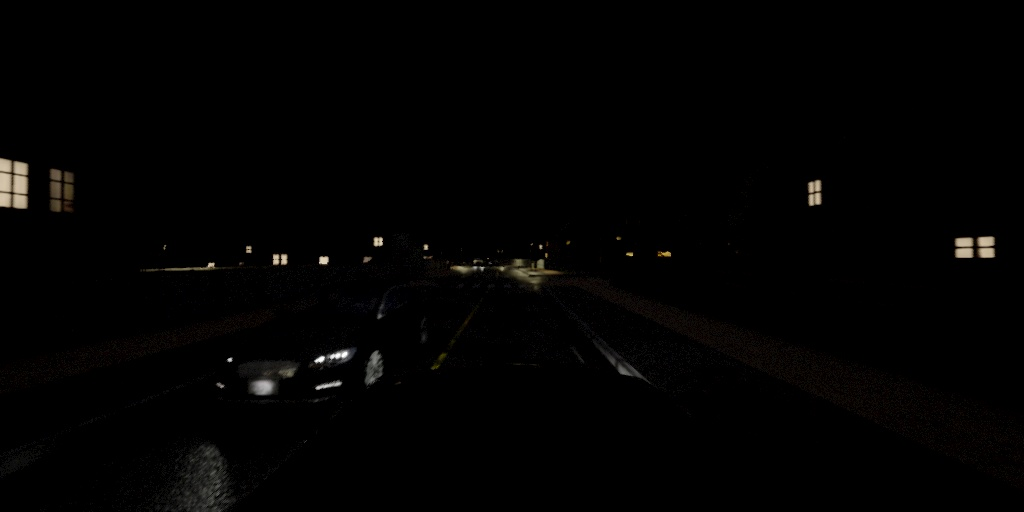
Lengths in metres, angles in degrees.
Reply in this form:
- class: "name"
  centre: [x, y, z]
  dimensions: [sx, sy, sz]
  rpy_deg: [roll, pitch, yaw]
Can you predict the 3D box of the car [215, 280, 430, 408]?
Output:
- class: "car"
  centre: [-2.844, 1.239, 6.552]
  dimensions: [2.128, 1.511, 4.902]
  rpy_deg: [0, 0, 0]
